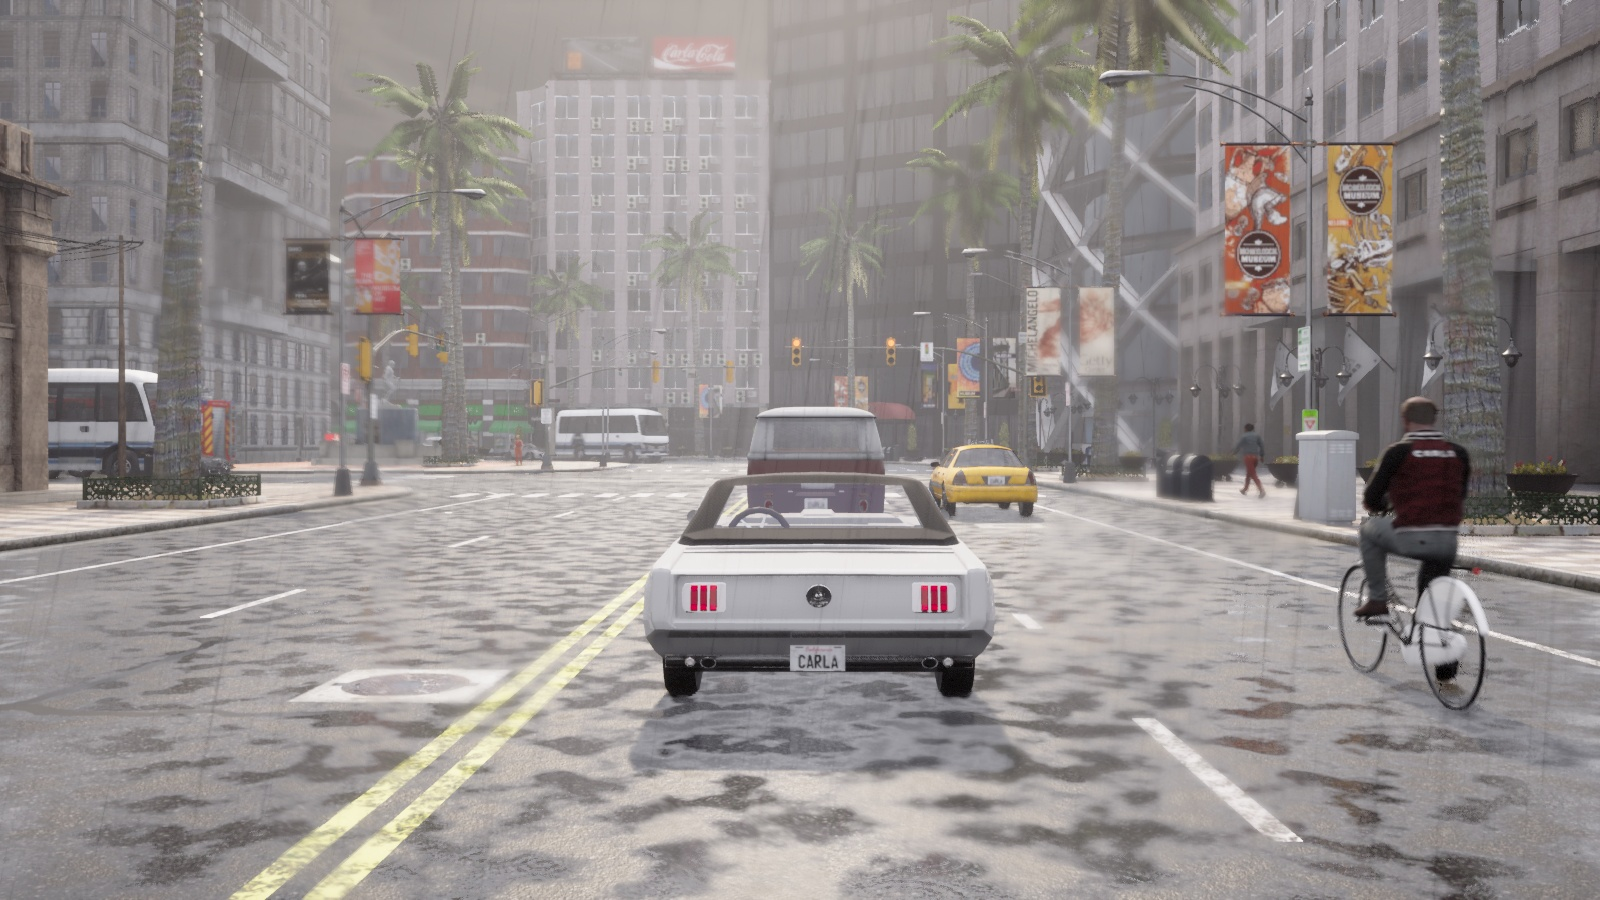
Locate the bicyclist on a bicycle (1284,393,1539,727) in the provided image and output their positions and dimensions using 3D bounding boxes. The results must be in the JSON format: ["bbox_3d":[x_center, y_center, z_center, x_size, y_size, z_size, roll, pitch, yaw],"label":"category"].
[{"bbox_3d":[3.612,0.577,7.610,0.659,1.776,1.843,0,1,1],"label":"bicyclist on a bicycle"}]

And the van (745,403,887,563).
[{"bbox_3d":[0.224,0.399,17.841,1.775,1.987,4.442,0,0,1],"label":"van"}]

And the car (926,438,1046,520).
[{"bbox_3d":[3.818,0.538,26.653,1.801,1.575,5.366,0,0,1],"label":"car"}]

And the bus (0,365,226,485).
[{"bbox_3d":[-27.301,-0.914,46.485,10.273,4.253,3.944,0,0,0],"label":"bus"}]

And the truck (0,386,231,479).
[{"bbox_3d":[-29.128,-0.742,53.501,8.468,3.827,2.891,0,0,0],"label":"truck"}]

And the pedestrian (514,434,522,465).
[{"bbox_3d":[-16.488,-0.025,73.462,0.345,1.836,0.594,0,0,0],"label":"pedestrian"}]

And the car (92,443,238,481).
[{"bbox_3d":[-25.251,0.449,49.998,4.892,1.490,1.837,0,0,1],"label":"car"}]

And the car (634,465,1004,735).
[{"bbox_3d":[0.125,0.797,8.803,1.895,1.301,4.718,0,0,1],"label":"car"}]

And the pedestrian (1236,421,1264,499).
[{"bbox_3d":[10.823,0.241,30.222,0.353,1.847,0.614,0,0,-16],"label":"pedestrian"}]
